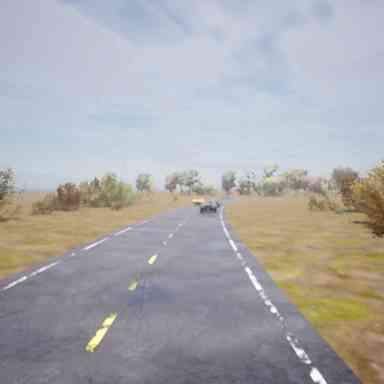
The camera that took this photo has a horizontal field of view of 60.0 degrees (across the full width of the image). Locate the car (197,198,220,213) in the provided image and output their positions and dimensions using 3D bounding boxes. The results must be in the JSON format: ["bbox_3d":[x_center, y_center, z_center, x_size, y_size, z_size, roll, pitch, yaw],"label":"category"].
[{"bbox_3d":[1.989,1.698,38.897,1.895,1.301,4.718,0,0,6],"label":"car"}]

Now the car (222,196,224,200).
[{"bbox_3d":[3.448,1.680,52.369,2.033,1.411,5.357,0,0,8],"label":"car"}]

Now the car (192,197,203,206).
[{"bbox_3d":[1.154,1.622,58.888,1.882,1.535,5.008,0,0,8],"label":"car"}]
